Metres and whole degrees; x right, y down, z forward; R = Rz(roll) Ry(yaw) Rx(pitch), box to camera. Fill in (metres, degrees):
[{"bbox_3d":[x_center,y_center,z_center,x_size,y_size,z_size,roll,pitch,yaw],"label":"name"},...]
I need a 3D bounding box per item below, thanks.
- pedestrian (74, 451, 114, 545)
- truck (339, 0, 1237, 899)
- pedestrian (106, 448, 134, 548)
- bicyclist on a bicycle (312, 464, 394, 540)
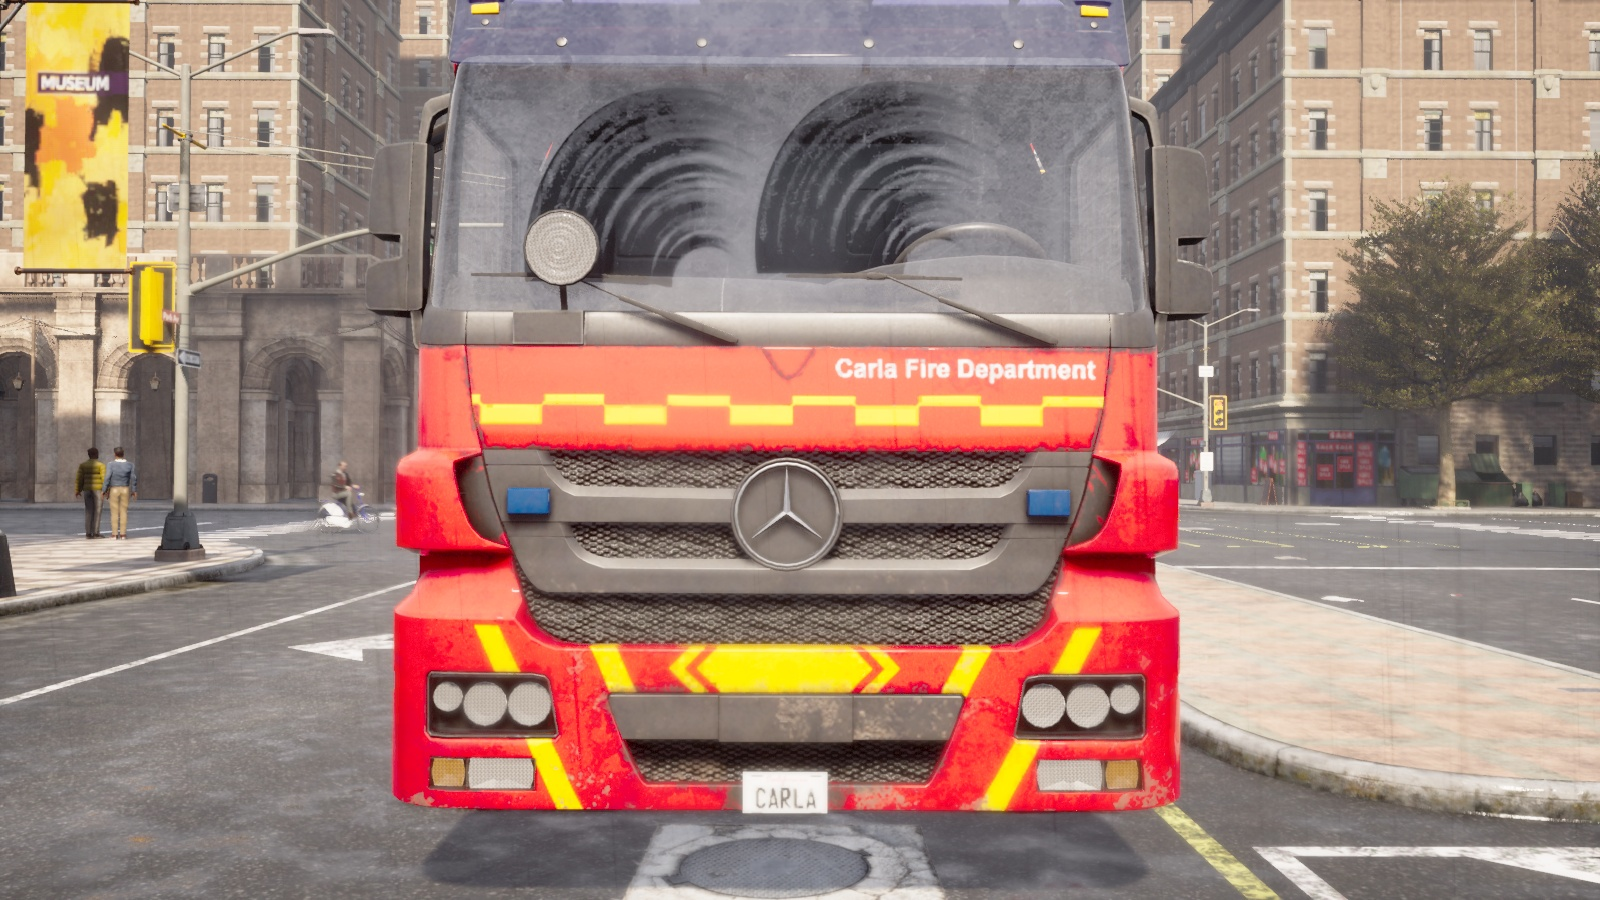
[{"bbox_3d":[-14.035,0.946,24.985,0.370,1.835,0.726,0,-1,0],"label":"pedestrian"},{"bbox_3d":[-0.054,-0.211,8.305,2.891,3.827,8.468,0,-1,0],"label":"truck"},{"bbox_3d":[-13.447,0.941,24.820,0.423,1.949,0.788,0,-1,-32],"label":"pedestrian"},{"bbox_3d":[-10.636,1.228,29.891,1.843,1.776,0.659,-1,0,23],"label":"bicyclist on a bicycle"}]
